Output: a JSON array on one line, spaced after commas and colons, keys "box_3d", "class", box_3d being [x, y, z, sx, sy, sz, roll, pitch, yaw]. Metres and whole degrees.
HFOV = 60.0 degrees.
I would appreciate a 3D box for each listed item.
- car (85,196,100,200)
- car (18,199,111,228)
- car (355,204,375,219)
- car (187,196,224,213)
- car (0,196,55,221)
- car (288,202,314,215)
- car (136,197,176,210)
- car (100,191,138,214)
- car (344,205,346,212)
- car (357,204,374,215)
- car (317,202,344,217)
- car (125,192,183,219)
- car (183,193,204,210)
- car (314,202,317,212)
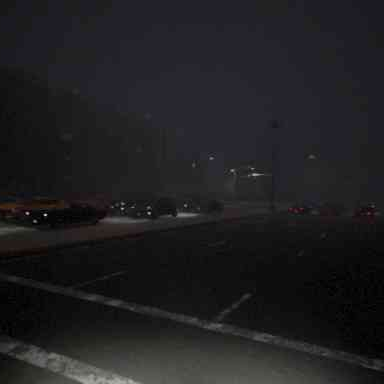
[{"box_3d": [-9.051, 1.078, 31.141, 1.882, 1.535, 5.008, 2, 0, 28], "class": "car"}, {"box_3d": [-7.299, 1.289, 19.623, 1.895, 1.301, 4.718, 2, 0, 28], "class": "car"}, {"box_3d": [19.349, 2.142, 37.276, 2.128, 1.511, 4.902, 2, 0, 29], "class": "car"}, {"box_3d": [1.903, 1.490, 36.753, 2.128, 1.511, 4.902, 2, 0, 28], "class": "car"}, {"box_3d": [-10.111, 1.057, 21.767, 1.882, 1.535, 5.008, 2, 0, 28], "class": "car"}, {"box_3d": [13.222, 2.016, 40.661, 1.895, 1.301, 4.718, 2, 0, 29], "class": "car"}, {"box_3d": [-4.209, 1.312, 40.172, 2.033, 1.411, 5.357, 2, 0, 28], "class": "car"}, {"box_3d": [-5.421, 0.960, 30.506, 2.150, 2.045, 5.566, 2, 0, 28], "class": "car"}, {"box_3d": [21.042, 2.170, 47.939, 1.882, 1.535, 5.008, 2, 0, 28], "class": "car"}, {"box_3d": [24.123, 2.375, 46.289, 1.994, 1.385, 4.181, 2, 0, 28], "class": "car"}, {"box_3d": [16.285, 2.010, 38.961, 1.882, 1.535, 5.008, 2, 0, 29], "class": "car"}, {"box_3d": [-3.004, 1.186, 27.611, 2.097, 1.767, 4.553, 2, 0, 28], "class": "car"}, {"box_3d": [-0.321, 1.131, 39.980, 2.150, 2.045, 5.566, 2, 0, 28], "class": "car"}, {"box_3d": [17.944, 2.138, 49.571, 1.994, 1.385, 4.181, 2, 0, 28], "class": "car"}]
